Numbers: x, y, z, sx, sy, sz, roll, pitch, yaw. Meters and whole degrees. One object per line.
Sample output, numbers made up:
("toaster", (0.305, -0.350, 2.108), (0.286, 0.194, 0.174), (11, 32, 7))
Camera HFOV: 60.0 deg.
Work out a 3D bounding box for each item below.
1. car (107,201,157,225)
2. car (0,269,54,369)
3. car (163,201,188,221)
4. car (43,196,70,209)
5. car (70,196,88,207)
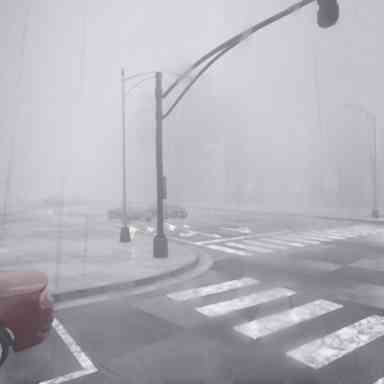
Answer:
("car", (-4.586, 1.422, 23.744), (1.812, 1.442, 4.674), (-1, 1, -35))
("car", (-4.016, 1.545, 3.796), (4.507, 1.381, 1.887), (0, -1, -36))
("car", (-2.090, 1.411, 25.844), (1.994, 1.385, 4.181), (-1, 1, -35))
("car", (-17.289, 1.198, 41.618), (1.882, 1.535, 5.008), (-1, 1, -35))
("car", (-15.415, 1.227, 44.604), (1.994, 1.385, 4.181), (-1, 1, -35))
